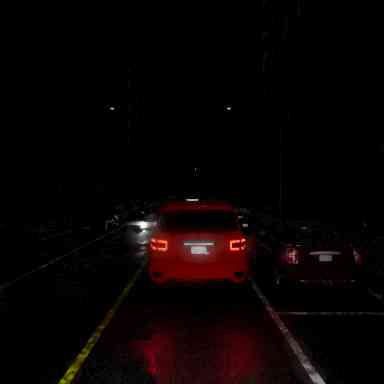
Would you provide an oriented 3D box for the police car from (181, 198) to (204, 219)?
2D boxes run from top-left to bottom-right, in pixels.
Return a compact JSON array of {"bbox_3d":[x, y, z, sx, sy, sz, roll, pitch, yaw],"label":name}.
[{"bbox_3d":[0.015,1.428,30.166,1.930,1.638,5.238,0,0,0],"label":"police car"}]

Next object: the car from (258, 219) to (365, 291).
[{"bbox_3d":[2.858,1.440,9.048,1.967,1.590,4.097,0,0,0],"label":"car"}]

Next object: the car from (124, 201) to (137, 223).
[{"bbox_3d":[-5.659,1.584,25.557,1.802,1.307,4.206,0,0,0],"label":"car"}]

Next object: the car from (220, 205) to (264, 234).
[{"bbox_3d":[2.864,1.552,20.051,2.008,1.369,4.403,0,0,0],"label":"car"}]

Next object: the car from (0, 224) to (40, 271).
[{"bbox_3d":[-5.667,1.582,9.053,1.802,1.307,4.206,0,0,0],"label":"car"}]

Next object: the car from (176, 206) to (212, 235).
[{"bbox_3d":[0.109,1.602,19.903,1.895,1.301,4.718,0,0,0],"label":"car"}]

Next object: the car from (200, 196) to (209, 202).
[{"bbox_3d":[2.948,1.617,78.961,2.008,1.369,4.403,0,0,0],"label":"car"}]

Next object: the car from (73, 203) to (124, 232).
[{"bbox_3d":[-5.661,1.567,20.056,1.947,1.339,4.313,0,0,0],"label":"car"}]

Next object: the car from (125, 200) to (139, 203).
[{"bbox_3d":[-5.656,1.444,31.058,1.967,1.590,4.097,0,0,0],"label":"car"}]

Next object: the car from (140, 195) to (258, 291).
[{"bbox_3d":[0.108,1.222,9.133,2.150,2.045,5.566,0,0,-1],"label":"car"}]

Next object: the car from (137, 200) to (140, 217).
[{"bbox_3d":[-3.029,1.528,27.497,1.812,1.442,4.674,0,0,0],"label":"car"}]

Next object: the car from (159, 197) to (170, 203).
[{"bbox_3d":[-5.602,1.626,68.161,1.802,1.307,4.206,0,0,0],"label":"car"}]

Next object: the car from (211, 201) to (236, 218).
[{"bbox_3d":[2.870,1.570,31.054,1.947,1.339,4.313,0,0,0],"label":"car"}]

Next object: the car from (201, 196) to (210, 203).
[{"bbox_3d":[2.936,1.580,73.723,1.752,1.417,4.829,0,0,0],"label":"car"}]
